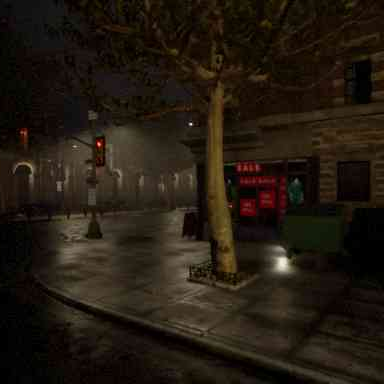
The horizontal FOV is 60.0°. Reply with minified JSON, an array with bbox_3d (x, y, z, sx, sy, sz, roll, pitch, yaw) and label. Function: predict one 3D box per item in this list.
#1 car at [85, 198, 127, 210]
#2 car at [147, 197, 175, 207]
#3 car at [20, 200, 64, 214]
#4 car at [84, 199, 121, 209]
[{"bbox_3d":[-10.458,1.482,41.949,2.128,1.511,4.902,0,0,36],"label":"car"},{"bbox_3d":[-4.568,1.468,50.038,1.882,1.535,5.008,0,0,36],"label":"car"},{"bbox_3d":[-15.663,1.554,34.784,1.994,1.385,4.181,0,0,36],"label":"car"},{"bbox_3d":[-12.075,1.584,45.081,1.895,1.301,4.718,0,0,36],"label":"car"}]
